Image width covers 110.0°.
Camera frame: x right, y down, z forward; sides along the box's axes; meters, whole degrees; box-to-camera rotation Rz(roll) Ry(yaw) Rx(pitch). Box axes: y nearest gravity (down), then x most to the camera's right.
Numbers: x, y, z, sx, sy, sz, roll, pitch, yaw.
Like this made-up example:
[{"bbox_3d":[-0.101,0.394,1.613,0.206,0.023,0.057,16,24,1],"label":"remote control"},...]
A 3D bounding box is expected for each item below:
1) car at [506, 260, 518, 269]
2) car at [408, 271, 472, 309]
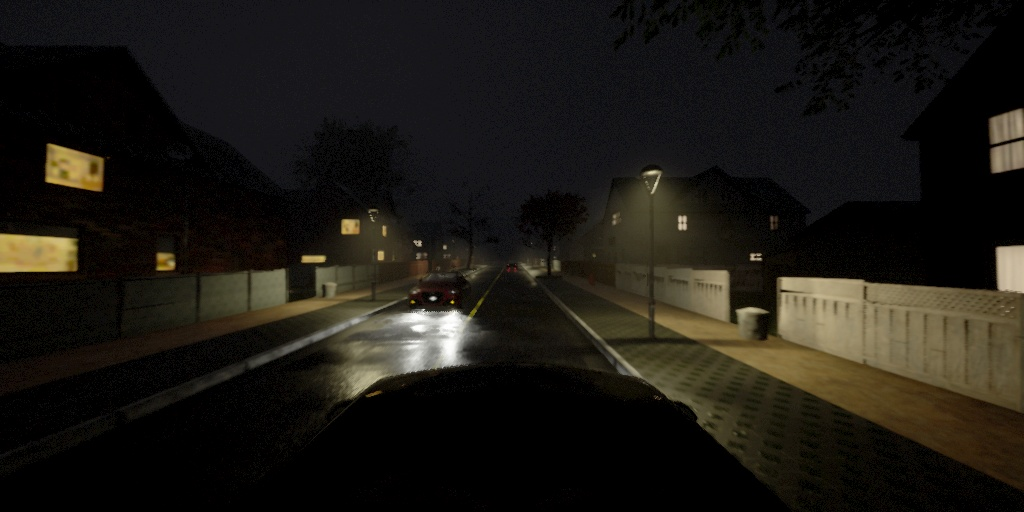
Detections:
[{"bbox_3d":[0.005,1.419,57.348,1.895,1.301,4.718,0,0,0],"label":"car"},{"bbox_3d":[-2.810,1.320,14.737,1.994,1.385,4.181,0,0,0],"label":"car"}]
